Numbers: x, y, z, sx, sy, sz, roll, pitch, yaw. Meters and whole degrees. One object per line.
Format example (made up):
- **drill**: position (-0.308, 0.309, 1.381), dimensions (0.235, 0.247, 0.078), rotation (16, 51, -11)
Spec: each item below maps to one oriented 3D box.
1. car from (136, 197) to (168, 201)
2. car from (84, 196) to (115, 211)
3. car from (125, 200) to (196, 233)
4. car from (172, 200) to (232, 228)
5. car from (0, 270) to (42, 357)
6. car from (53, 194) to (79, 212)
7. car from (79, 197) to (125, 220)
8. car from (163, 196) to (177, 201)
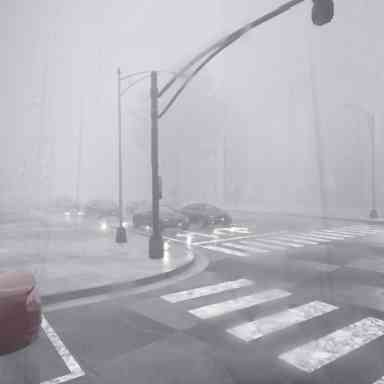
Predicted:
- **car**: position (-4.179, 1.385, 28.475), dimensions (1.994, 1.385, 4.181), rotation (-1, 1, -35)
- **car**: position (-10.342, 1.261, 37.108), dimensions (1.812, 1.442, 4.674), rotation (-1, 1, -35)
- **car**: position (-1.990, 1.462, 19.807), dimensions (1.812, 1.442, 4.674), rotation (-1, 1, -35)
- **car**: position (0.676, 1.454, 21.665), dimensions (1.994, 1.385, 4.181), rotation (-1, 1, -36)
- **car**: position (-4.144, 1.545, 3.702), dimensions (4.507, 1.381, 1.887), rotation (0, -1, -36)
- **car**: position (-13.586, 1.322, 36.052), dimensions (2.033, 1.411, 5.357), rotation (-1, 1, -36)
- **car**: position (-7.413, 1.338, 27.398), dimensions (1.882, 1.535, 5.008), rotation (-1, 1, -35)
- **car**: position (-3.195, 1.188, 38.612), dimensions (1.812, 1.442, 4.674), rotation (-1, 1, -36)
